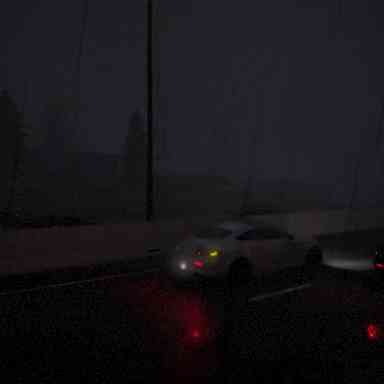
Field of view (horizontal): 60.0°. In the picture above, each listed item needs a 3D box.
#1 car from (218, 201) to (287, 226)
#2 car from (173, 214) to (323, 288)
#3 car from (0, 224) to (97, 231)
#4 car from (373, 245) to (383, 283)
[{"bbox_3d":[4.470,1.489,24.372,4.902,1.511,2.128,0,0,-35],"label":"car"},{"bbox_3d":[1.670,1.525,9.248,4.674,1.442,1.812,0,0,-35],"label":"car"},{"bbox_3d":[-5.664,1.567,12.850,4.181,1.385,1.994,0,0,-36],"label":"car"},{"bbox_3d":[6.285,1.522,8.241,4.674,1.442,1.812,0,0,-35],"label":"car"}]
